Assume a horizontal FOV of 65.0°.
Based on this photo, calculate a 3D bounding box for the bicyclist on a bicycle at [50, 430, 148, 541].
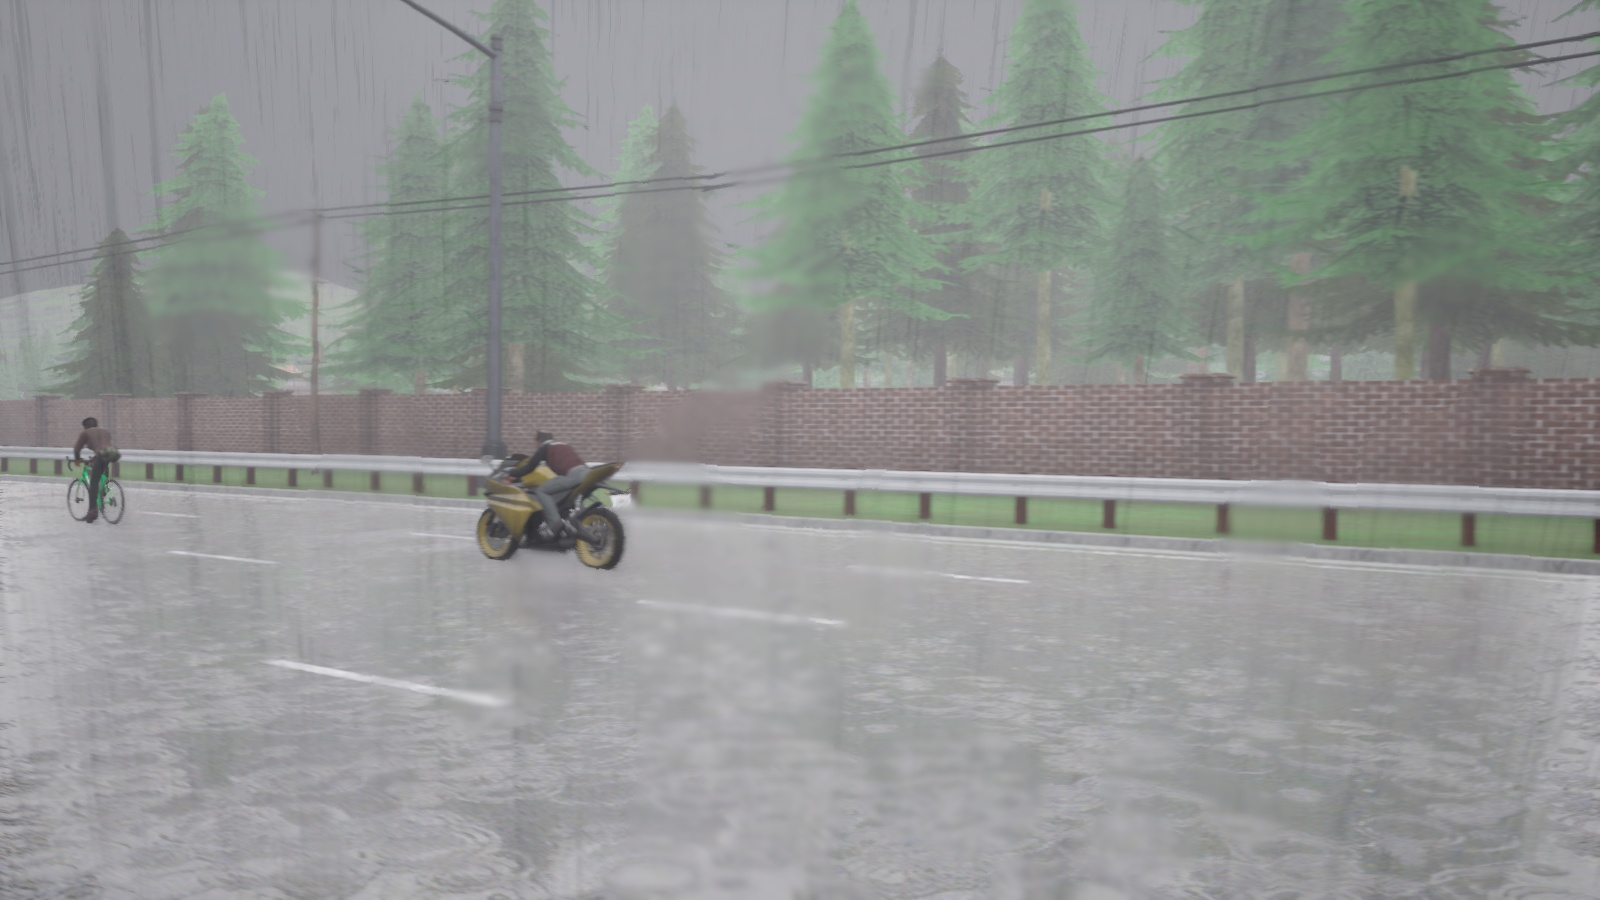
[{"bbox_3d":[-10.674,0.519,19.117,1.656,1.620,0.582,0,1,34],"label":"bicyclist on a bicycle"}]

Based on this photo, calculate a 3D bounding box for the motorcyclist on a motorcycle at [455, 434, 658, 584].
[{"bbox_3d":[-2.697,0.602,13.819,2.191,1.530,0.866,0,1,34],"label":"motorcyclist on a motorcycle"}]
